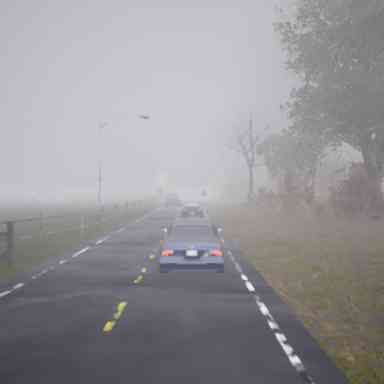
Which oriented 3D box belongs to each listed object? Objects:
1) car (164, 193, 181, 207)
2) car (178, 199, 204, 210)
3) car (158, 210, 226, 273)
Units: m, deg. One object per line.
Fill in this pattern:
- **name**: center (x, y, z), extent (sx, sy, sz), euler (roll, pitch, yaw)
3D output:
- **car**: center (-2.820, 1.118, 48.805), extent (2.150, 2.045, 5.566), euler (0, 0, 0)
- **car**: center (0.028, 1.481, 28.462), extent (1.812, 1.442, 4.674), euler (0, 0, 0)
- **car**: center (0.013, 1.534, 10.634), extent (2.033, 1.411, 5.357), euler (0, 0, 0)
